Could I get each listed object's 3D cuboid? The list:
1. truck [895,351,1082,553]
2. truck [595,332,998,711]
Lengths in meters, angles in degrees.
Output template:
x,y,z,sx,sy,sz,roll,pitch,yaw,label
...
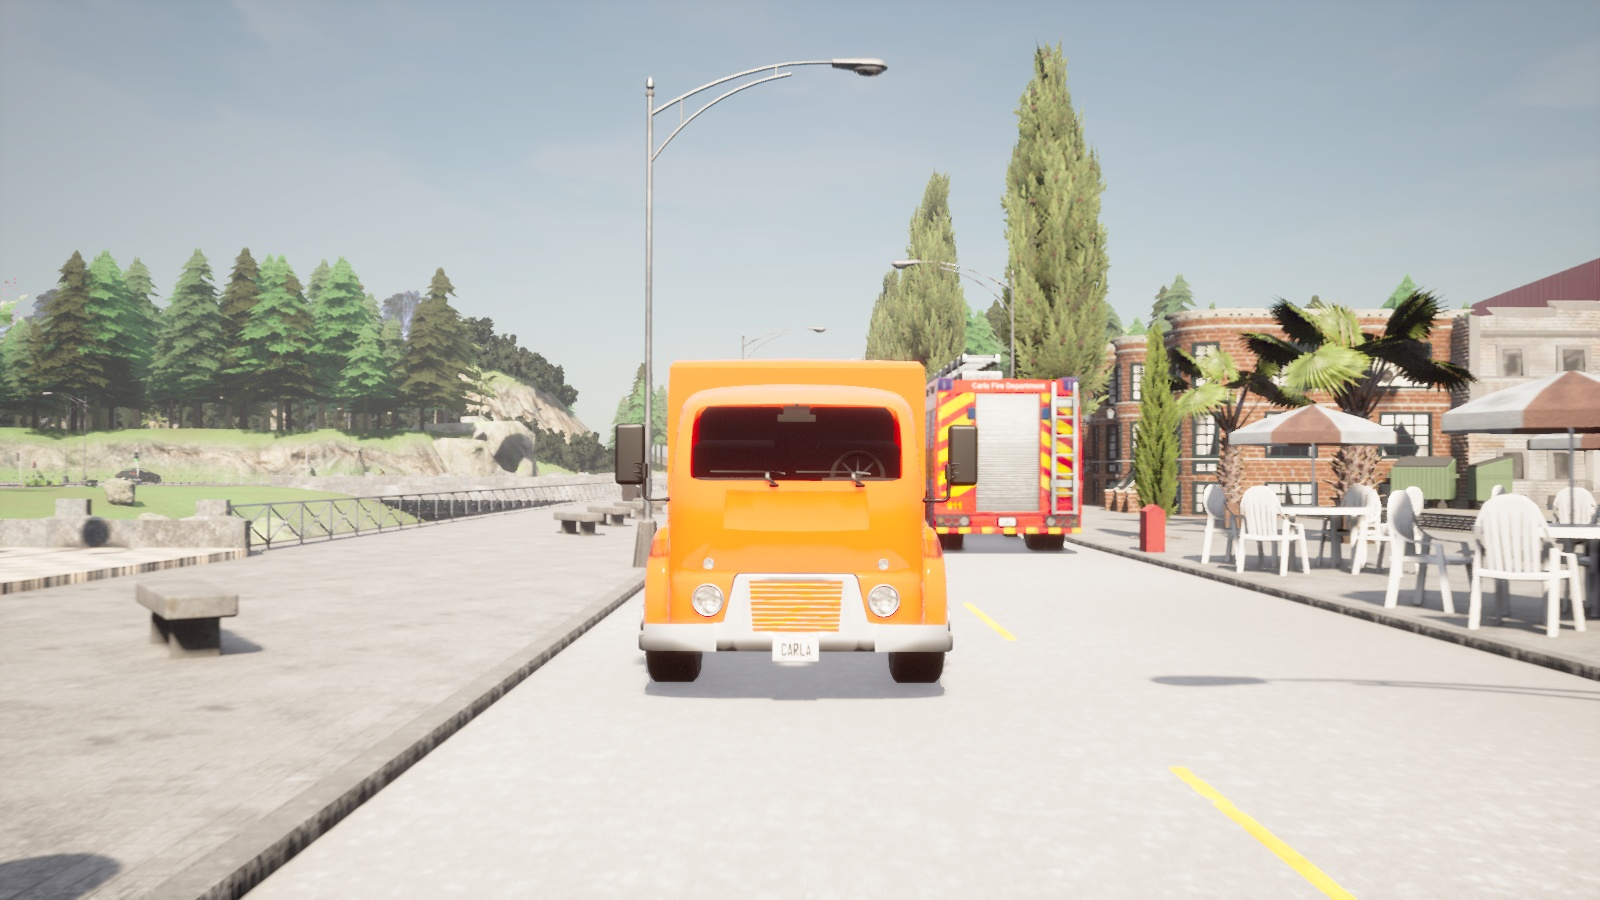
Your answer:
x,y,z,sx,sy,sz,roll,pitch,yaw,label
3.921,0.106,28.198,2.891,3.827,8.468,0,-1,0,truck
-0.030,0.509,10.819,2.627,2.467,5.204,0,-1,0,truck
